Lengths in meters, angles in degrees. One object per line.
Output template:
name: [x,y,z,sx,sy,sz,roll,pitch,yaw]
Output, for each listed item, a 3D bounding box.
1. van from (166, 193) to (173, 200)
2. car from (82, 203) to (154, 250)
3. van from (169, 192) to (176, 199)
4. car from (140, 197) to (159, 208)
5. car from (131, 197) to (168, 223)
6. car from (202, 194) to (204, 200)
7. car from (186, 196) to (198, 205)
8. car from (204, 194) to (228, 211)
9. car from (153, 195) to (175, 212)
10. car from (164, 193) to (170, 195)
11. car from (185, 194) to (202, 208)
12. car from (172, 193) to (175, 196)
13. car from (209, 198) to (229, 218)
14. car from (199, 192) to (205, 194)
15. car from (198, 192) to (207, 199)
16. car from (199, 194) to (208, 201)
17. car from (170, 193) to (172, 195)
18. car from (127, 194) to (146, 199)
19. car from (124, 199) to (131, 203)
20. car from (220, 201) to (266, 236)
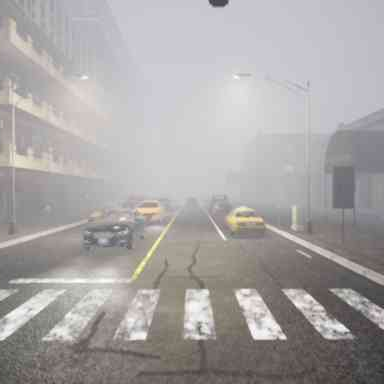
van: [-5.663,1.060,83.929,1.690,1.788,3.998,0,0,0]
car: [-3.092,1.430,14.017,2.128,1.511,4.902,0,0,0]
van: [-5.659,1.036,95.007,1.690,1.788,3.998,0,0,0]
car: [-5.676,1.380,45.154,2.008,1.369,4.403,0,0,0]
car: [-3.086,1.373,24.607,1.882,1.535,5.008,0,0,0]
car: [2.707,1.336,50.691,2.008,1.369,4.403,0,0,0]
car: [0.016,1.346,54.265,1.994,1.385,4.181,0,0,0]
car: [2.701,1.157,34.073,2.192,1.841,5.009,0,0,0]
car: [-3.074,1.376,36.589,1.812,1.442,4.674,0,0,-1]
car: [-5.670,1.322,61.772,1.887,1.381,4.507,0,0,0]
car: [0.012,1.340,44.259,1.812,1.442,4.674,0,0,0]
car: [-5.665,1.047,78.389,2.192,1.841,5.009,0,0,0]
car: [2.699,1.444,28.535,1.802,1.307,4.206,0,0,0]
car: [2.714,1.245,73.018,1.752,1.417,4.829,0,0,0]
car: [2.720,0.995,89.465,2.192,1.841,5.009,0,0,0]
car: [2.716,1.256,78.387,2.008,1.369,4.403,0,0,0]
car: [-5.668,1.202,67.310,1.967,1.590,4.097,0,0,0]
car: [-5.679,1.183,34.075,2.192,1.841,5.009,0,0,0]
car: [-5.683,1.436,22.827,1.752,1.417,4.829,0,0,0]
car: [2.696,1.431,17.626,1.752,1.417,4.829,0,0,0]
